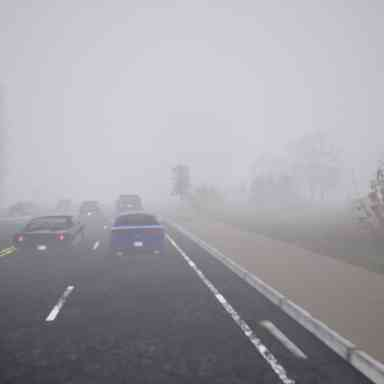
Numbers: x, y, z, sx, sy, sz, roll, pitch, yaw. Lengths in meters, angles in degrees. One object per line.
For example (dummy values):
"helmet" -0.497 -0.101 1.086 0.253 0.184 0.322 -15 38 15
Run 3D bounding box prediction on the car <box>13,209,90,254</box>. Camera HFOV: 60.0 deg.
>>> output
"car" -5.594 1.624 13.694 1.895 1.301 4.718 -1 0 -11

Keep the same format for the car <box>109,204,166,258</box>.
"car" -2.130 1.463 12.840 1.882 1.535 5.008 -1 0 -10

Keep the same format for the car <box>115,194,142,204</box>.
"car" -5.567 1.194 29.269 2.150 2.045 5.566 -1 1 -12

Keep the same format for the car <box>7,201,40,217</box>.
"car" -16.604 1.635 33.133 2.033 1.411 5.357 -1 0 -12

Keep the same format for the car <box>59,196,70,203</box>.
"car" -27.981 1.639 73.167 1.895 1.301 4.718 -1 0 -18

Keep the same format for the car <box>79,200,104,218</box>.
"car" -9.028 1.516 29.840 1.837 1.490 4.892 -1 1 -13

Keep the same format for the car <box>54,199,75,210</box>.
"car" -14.613 1.551 38.442 1.837 1.490 4.892 -1 0 -14
